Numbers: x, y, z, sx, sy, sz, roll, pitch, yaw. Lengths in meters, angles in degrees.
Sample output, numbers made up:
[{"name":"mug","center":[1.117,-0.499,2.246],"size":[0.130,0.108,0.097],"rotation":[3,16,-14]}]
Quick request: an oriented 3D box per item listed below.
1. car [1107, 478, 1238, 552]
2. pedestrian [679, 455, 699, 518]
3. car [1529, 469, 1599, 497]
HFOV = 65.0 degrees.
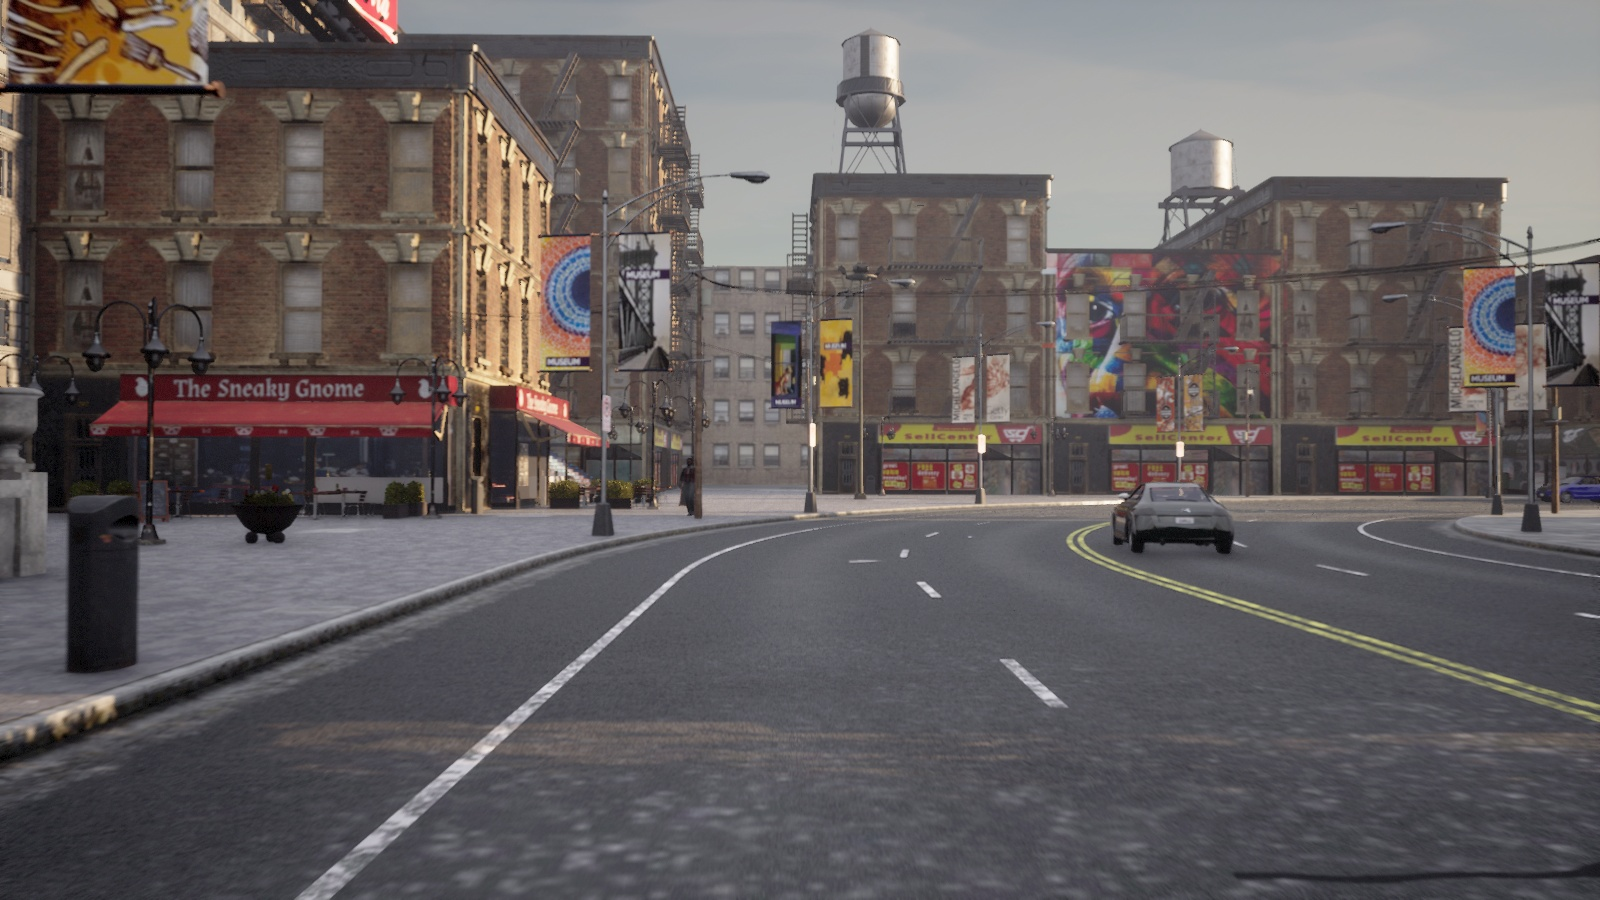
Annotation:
[{"name":"car","center":[7.630,1.285,26.082],"size":[1.994,1.385,4.181],"rotation":[0,-1,8]},{"name":"pedestrian","center":[-3.413,1.133,38.738],"size":[0.402,1.930,0.666],"rotation":[-1,-1,17]},{"name":"car","center":[41.920,1.794,67.726],"size":[4.193,1.474,1.816],"rotation":[0,-1,-3]}]
